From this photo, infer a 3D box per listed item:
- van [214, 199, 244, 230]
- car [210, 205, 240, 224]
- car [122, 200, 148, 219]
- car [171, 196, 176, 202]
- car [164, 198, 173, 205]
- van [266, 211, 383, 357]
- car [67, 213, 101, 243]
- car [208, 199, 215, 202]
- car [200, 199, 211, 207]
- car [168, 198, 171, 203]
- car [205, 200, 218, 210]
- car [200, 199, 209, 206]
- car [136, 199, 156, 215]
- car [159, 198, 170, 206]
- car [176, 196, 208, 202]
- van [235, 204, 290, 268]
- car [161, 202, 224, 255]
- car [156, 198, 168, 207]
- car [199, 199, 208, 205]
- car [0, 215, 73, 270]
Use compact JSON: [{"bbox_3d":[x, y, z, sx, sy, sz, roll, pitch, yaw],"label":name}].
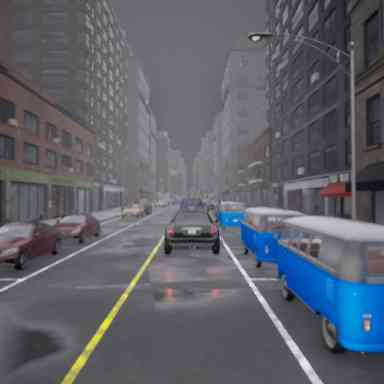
[{"bbox_3d":[2.684,1.559,22.418,1.690,1.788,3.998,1,-1,0],"label":"van"},{"bbox_3d":[2.682,1.823,27.908,2.008,1.369,4.403,1,-1,0],"label":"car"},{"bbox_3d":[-5.848,1.850,33.212,1.752,1.417,4.829,1,-1,0],"label":"car"},{"bbox_3d":[-2.996,1.955,71.757,2.150,2.045,5.566,0,-1,0],"label":"car"},{"bbox_3d":[-5.847,2.299,82.816,1.967,1.590,4.097,0,-1,0],"label":"car"},{"bbox_3d":[2.685,1.399,5.944,1.690,1.788,3.998,1,-1,0],"label":"van"},{"bbox_3d":[-5.850,1.746,16.902,1.802,1.307,4.206,1,-1,0],"label":"car"},{"bbox_3d":[3.115,1.818,46.939,2.097,1.767,4.553,0,-1,0],"label":"car"},{"bbox_3d":[2.680,2.219,66.345,1.887,1.381,4.507,0,-1,0],"label":"car"},{"bbox_3d":[-5.848,2.224,66.337,2.008,1.369,4.403,0,-1,0],"label":"car"},{"bbox_3d":[3.152,2.065,53.967,1.812,1.442,4.674,0,-1,0],"label":"car"},{"bbox_3d":[2.679,2.280,71.837,1.887,1.381,4.507,0,-1,0],"label":"car"},{"bbox_3d":[-5.846,1.697,38.876,2.192,1.841,5.009,1,-1,0],"label":"car"},{"bbox_3d":[-5.847,2.175,71.830,1.967,1.590,4.097,0,-1,0],"label":"car"},{"bbox_3d":[0.003,1.500,29.028,2.150,2.045,5.566,0,0,0],"label":"car"},{"bbox_3d":[2.685,1.452,11.436,1.690,1.788,3.998,1,-1,0],"label":"van"},{"bbox_3d":[0.004,1.487,14.089,2.097,1.767,4.553,0,-1,0],"label":"car"},{"bbox_3d":[-5.848,2.137,60.675,1.752,1.417,4.829,0,-1,0],"label":"car"},{"bbox_3d":[2.679,2.348,77.328,2.008,1.369,4.403,0,-1,0],"label":"car"},{"bbox_3d":[-5.850,1.692,11.410,1.802,1.307,4.206,1,-1,0],"label":"car"}]
